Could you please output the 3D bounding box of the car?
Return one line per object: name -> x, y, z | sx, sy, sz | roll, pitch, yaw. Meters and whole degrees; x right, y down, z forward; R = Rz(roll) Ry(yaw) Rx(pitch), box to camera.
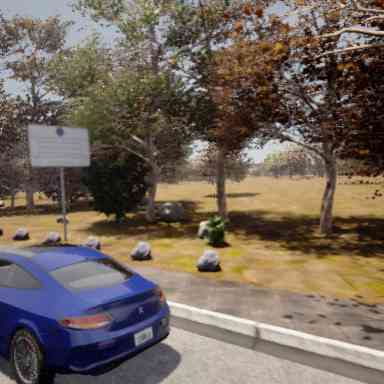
car -> -2.449, 1.572, 5.305 | 4.674, 1.442, 1.812 | -1, 0, 35
